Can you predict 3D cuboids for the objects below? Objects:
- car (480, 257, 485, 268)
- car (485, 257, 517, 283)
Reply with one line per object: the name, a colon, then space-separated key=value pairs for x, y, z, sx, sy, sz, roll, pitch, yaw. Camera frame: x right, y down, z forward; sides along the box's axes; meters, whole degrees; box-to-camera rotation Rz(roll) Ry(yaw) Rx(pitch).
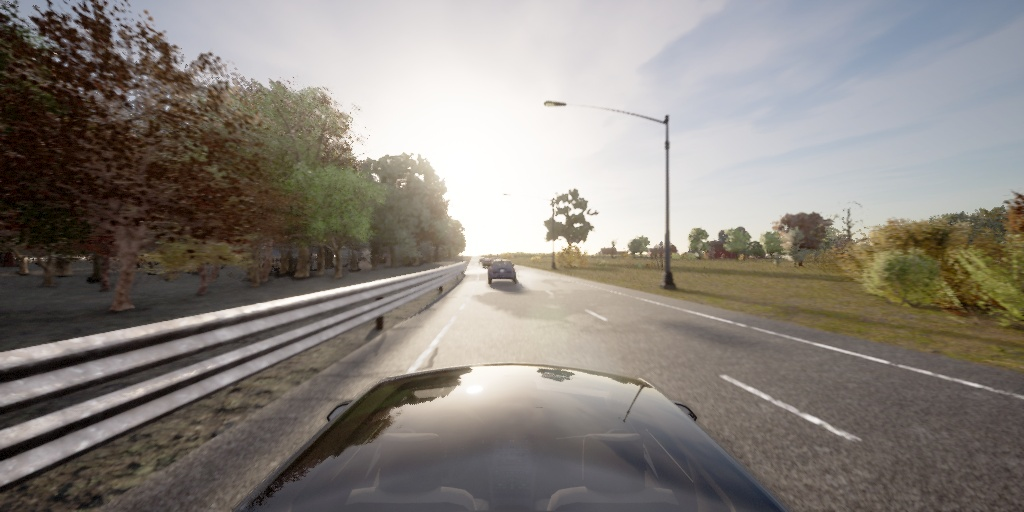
car: x=-4.049 y=1.179 z=60.156 sx=1.837 sy=1.490 sz=4.892 roll=0 pitch=0 yaw=-6
car: x=-0.833 y=1.073 z=27.728 sx=2.097 sy=1.767 sz=4.553 roll=0 pitch=0 yaw=-4
